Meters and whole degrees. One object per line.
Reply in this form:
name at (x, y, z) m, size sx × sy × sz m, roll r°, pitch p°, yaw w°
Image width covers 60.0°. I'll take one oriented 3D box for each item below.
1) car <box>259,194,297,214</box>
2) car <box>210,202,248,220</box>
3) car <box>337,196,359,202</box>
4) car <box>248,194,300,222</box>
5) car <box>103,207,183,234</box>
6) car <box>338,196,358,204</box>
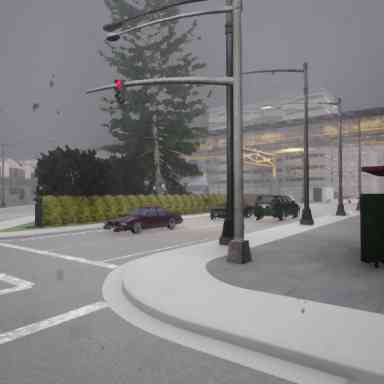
car at (9.696, 1.280, 37.161) m, size 2.150 × 2.045 × 5.566 m, roll -1°, pitch 0°, yaw 36°
car at (3.393, 1.534, 28.497) m, size 1.882 × 1.535 × 5.008 m, roll -1°, pitch 0°, yaw 36°
car at (31.951, 1.364, 68.006) m, size 4.536 × 1.218 × 1.853 m, roll 0°, pitch 0°, yaw -29°
car at (7.001, 1.243, 27.205) m, size 2.150 × 2.045 × 5.566 m, roll -1°, pitch 0°, yaw 36°
car at (-2.728, 1.602, 20.050) m, size 2.033 × 1.411 × 5.357 m, roll -1°, pitch 0°, yaw 36°
car at (31.907, 1.521, 67.979) m, size 4.974 × 1.542 × 2.038 m, roll 0°, pitch 0°, yaw -29°
